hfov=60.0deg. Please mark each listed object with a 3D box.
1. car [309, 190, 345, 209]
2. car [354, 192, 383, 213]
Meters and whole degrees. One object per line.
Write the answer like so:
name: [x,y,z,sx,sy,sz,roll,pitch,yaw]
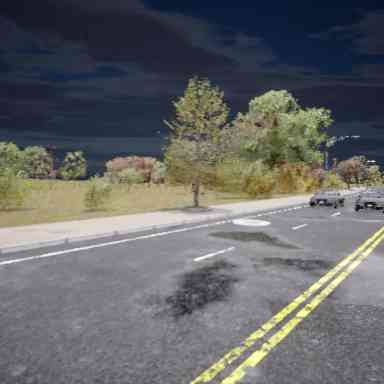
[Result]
car: [10.885,0.532,26.599,1.994,1.385,4.181,4,3,35]
car: [13.358,0.703,24.474,1.994,1.385,4.181,4,3,35]
